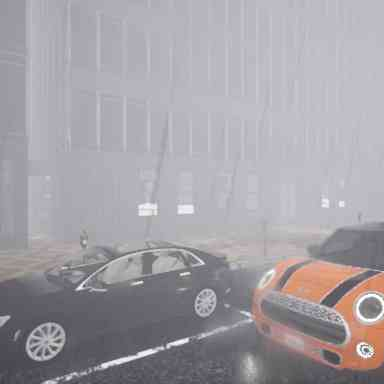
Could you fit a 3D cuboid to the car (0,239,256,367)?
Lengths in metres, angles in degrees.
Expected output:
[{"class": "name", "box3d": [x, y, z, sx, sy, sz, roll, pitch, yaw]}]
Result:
[{"class": "car", "box3d": [-1.246, 1.550, 5.666, 4.403, 1.369, 2.008, 0, 0, -35]}]

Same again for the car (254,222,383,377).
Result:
[{"class": "car", "box3d": [3.158, 1.351, 5.616, 4.553, 1.767, 2.097, 0, 0, -35]}]

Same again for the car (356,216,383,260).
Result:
[{"class": "car", "box3d": [8.035, 1.580, 12.258, 4.206, 1.307, 1.802, 0, 0, -35]}]
